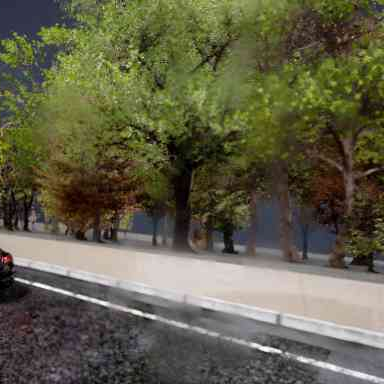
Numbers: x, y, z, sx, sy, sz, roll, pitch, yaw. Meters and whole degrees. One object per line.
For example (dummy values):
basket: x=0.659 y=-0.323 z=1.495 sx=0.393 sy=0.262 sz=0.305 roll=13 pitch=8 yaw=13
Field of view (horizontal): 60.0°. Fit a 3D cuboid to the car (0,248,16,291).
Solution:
car: x=-6.034 y=1.608 z=7.964 sx=4.674 sy=1.442 sz=1.812 roll=0 pitch=0 yaw=35
